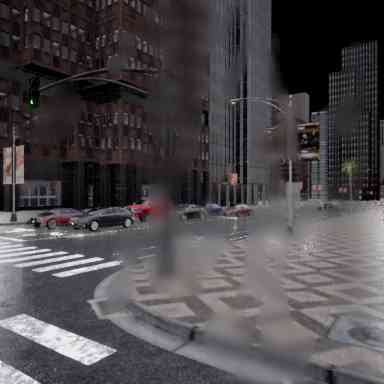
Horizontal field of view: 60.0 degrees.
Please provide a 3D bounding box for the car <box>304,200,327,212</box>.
[{"bbox_3d":[19.350,2.372,52.712,2.033,1.411,5.357,0,-1,35],"label":"car"}]

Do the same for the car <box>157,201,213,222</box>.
[{"bbox_3d":[-0.508,1.873,30.352,2.128,1.511,4.902,0,-1,35],"label":"car"}]

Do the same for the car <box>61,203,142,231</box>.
[{"bbox_3d":[-5.982,1.748,22.542,1.837,1.490,4.892,0,-1,35],"label":"car"}]

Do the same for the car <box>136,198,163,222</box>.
[{"bbox_3d":[-3.983,1.578,31.056,2.150,2.045,5.566,0,-1,35],"label":"car"}]

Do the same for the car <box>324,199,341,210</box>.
[{"bbox_3d":[26.071,2.507,62.283,1.837,1.490,4.892,0,-1,35],"label":"car"}]

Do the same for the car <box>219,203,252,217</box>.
[{"bbox_3d":[5.379,2.057,38.735,1.812,1.442,4.674,0,-1,35],"label":"car"}]

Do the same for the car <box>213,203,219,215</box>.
[{"bbox_3d":[1.948,2.033,39.521,1.812,1.442,4.674,0,-1,35],"label":"car"}]

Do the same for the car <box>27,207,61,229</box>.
[{"bbox_3d":[-9.271,1.787,23.497,1.994,1.385,4.181,0,-1,36],"label":"car"}]
